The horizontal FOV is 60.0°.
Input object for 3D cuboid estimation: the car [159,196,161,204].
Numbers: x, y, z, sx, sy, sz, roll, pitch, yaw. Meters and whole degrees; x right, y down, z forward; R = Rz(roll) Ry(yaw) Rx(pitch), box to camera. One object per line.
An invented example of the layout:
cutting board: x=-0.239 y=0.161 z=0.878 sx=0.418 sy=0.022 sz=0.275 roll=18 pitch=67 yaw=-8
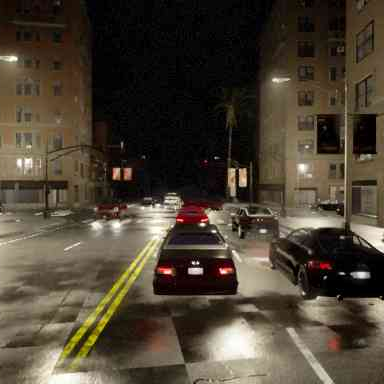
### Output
car: x=-6.843 y=1.480 z=62.673 sx=2.128 sy=1.511 sz=4.902 roll=0 pitch=0 yaw=0

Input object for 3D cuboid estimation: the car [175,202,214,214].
car: x=0.017 y=1.522 z=18.342 sx=1.812 sy=1.442 sz=4.674 roll=0 pitch=0 yaw=0

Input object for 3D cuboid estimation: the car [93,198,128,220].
car: x=-6.720 y=1.368 z=27.815 sx=2.097 sy=1.767 sz=4.553 roll=0 pitch=0 yaw=0

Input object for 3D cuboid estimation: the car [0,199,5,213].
car: x=-20.510 y=1.397 z=31.822 sx=4.674 sy=1.442 sz=1.812 roll=0 pitch=1 yaw=-8

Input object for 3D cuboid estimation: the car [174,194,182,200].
car: x=-3.644 y=1.267 z=86.452 sx=1.882 sy=1.535 sz=5.008 roll=0 pitch=0 yaw=0

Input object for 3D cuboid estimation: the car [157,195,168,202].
car: x=-6.856 y=1.509 z=77.808 sx=2.033 sy=1.411 sz=5.357 roll=0 pitch=0 yaw=0

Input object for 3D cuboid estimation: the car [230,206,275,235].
car: x=3.171 y=1.501 z=17.299 sx=1.837 sy=1.490 sz=4.892 roll=0 pitch=0 yaw=0

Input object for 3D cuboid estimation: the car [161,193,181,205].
car: x=-3.596 y=1.211 z=58.030 sx=2.150 sy=2.045 sz=5.566 roll=0 pitch=0 yaw=0

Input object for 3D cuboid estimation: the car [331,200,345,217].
car: x=16.068 y=1.762 z=31.802 sx=4.313 sy=1.339 sz=1.947 roll=0 pitch=0 yaw=0

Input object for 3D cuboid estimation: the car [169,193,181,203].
car: x=-3.575 y=1.207 z=71.182 sx=2.150 sy=2.045 sz=5.566 roll=0 pitch=0 yaw=0

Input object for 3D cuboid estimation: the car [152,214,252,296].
car: x=0.052 y=1.546 z=8.816 sx=2.033 sy=1.411 sz=5.357 roll=0 pitch=0 yaw=0

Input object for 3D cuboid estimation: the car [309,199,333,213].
car: x=15.849 y=1.601 z=37.741 sx=4.902 sy=1.511 sz=2.128 roll=0 pitch=1 yaw=2

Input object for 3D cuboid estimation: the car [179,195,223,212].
car: x=1.211 y=1.468 z=37.661 sx=5.008 sy=1.535 sz=1.882 roll=0 pitch=1 yaw=42

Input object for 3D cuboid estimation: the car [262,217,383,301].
car: x=3.271 y=1.562 z=8.386 sx=1.994 sy=1.385 sz=4.181 roll=0 pitch=0 yaw=1

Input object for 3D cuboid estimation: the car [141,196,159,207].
car: x=-6.837 y=1.556 z=52.135 sx=1.994 sy=1.385 sz=4.181 roll=0 pitch=0 yaw=-1
